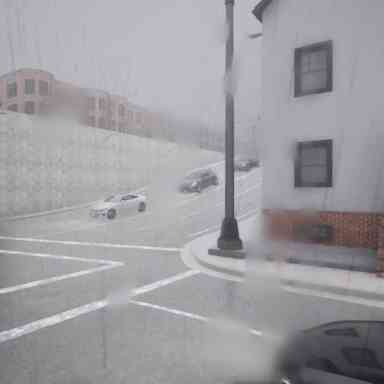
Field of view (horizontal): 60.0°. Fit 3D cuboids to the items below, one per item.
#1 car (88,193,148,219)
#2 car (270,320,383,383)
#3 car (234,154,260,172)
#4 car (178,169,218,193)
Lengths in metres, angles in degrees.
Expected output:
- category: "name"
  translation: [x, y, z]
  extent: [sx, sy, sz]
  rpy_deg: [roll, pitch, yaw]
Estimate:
- category: "car"
  translation: [-5.057, 0.864, 23.298]
  extent: [1.812, 1.442, 4.674]
  rpy_deg: [0, 7, 35]
- category: "car"
  translation: [2.789, 1.526, 1.981]
  extent: [4.674, 1.442, 1.812]
  rpy_deg: [0, 0, 36]
- category: "car"
  translation: [6.244, -3.502, 39.341]
  extent: [2.097, 1.767, 4.553]
  rpy_deg: [0, 14, 35]
- category: "car"
  translation: [0.565, -1.125, 31.326]
  extent: [2.097, 1.767, 4.553]
  rpy_deg: [0, 13, 34]
